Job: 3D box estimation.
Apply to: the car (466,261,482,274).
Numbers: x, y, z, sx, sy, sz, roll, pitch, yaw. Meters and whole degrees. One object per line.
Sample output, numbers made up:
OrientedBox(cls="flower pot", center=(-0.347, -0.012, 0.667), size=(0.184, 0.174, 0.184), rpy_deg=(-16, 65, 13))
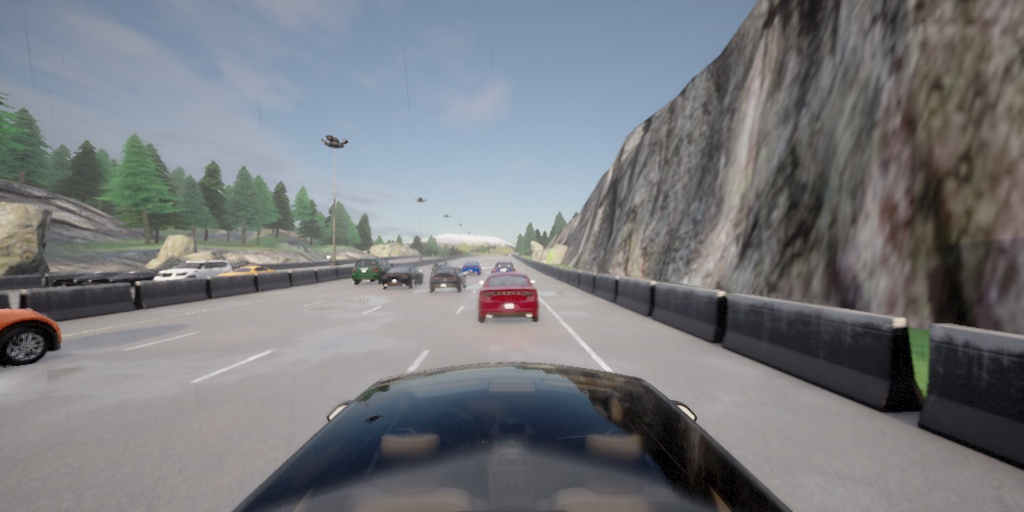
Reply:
OrientedBox(cls="car", center=(-4.423, 1.334, 40.197), size=(1.882, 1.535, 5.008), rpy_deg=(-1, 1, -2))

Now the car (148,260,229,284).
OrientedBox(cls="car", center=(-25.228, 1.384, 28.835), size=(2.150, 2.045, 5.566), rpy_deg=(-1, 0, -1))

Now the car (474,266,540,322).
OrientedBox(cls="car", center=(-0.146, 1.300, 12.748), size=(1.882, 1.535, 5.008), rpy_deg=(-1, 0, -2))

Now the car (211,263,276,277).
OrientedBox(cls="car", center=(-21.739, 1.591, 29.679), size=(1.882, 1.535, 5.008), rpy_deg=(-1, 0, -1))

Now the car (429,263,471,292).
OrientedBox(cls="car", center=(-3.924, 1.401, 22.559), size=(1.837, 1.490, 4.892), rpy_deg=(-1, 0, -2))

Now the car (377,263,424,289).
OrientedBox(cls="car", center=(-7.499, 1.416, 25.116), size=(1.882, 1.535, 5.008), rpy_deg=(-1, 0, -2))

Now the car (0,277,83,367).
OrientedBox(cls="car", center=(-10.449, 1.265, 5.559), size=(2.097, 1.767, 4.553), rpy_deg=(-1, 0, -2))

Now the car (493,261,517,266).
OrientedBox(cls="car", center=(-0.657, 1.199, 30.767), size=(2.097, 1.767, 4.553), rpy_deg=(-1, 0, -2))

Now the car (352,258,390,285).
OrientedBox(cls="car", center=(-11.124, 1.202, 29.410), size=(2.150, 2.045, 5.566), rpy_deg=(-1, 0, -2))

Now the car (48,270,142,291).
OrientedBox(cls="car", center=(-32.209, 1.847, 27.950), size=(1.895, 1.301, 4.718), rpy_deg=(-1, 0, -1))

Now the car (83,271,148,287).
OrientedBox(cls="car", center=(-28.693, 1.805, 27.124), size=(1.895, 1.301, 4.718), rpy_deg=(-1, 0, -1))
